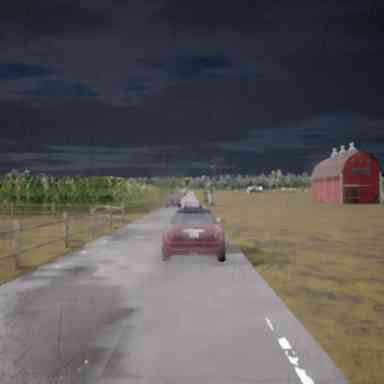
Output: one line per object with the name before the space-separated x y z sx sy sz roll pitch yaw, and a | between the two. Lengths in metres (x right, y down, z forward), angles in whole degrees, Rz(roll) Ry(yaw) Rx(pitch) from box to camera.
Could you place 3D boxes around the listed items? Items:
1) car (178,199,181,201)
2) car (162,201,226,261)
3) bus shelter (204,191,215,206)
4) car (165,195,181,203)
car | 0.078 1.600 27.975 2.128 1.511 4.902 0 0 0
car | 0.072 1.392 12.661 2.097 1.767 4.553 0 0 0
bus shelter | 3.141 1.129 60.781 1.920 2.740 3.880 0 0 0
car | -2.817 1.427 50.273 2.150 2.045 5.566 0 0 0
